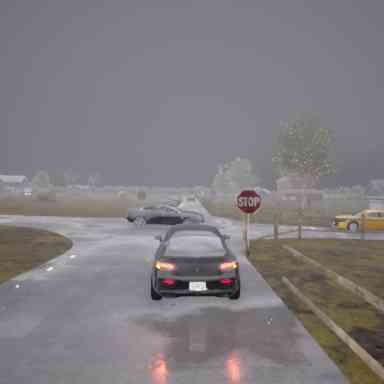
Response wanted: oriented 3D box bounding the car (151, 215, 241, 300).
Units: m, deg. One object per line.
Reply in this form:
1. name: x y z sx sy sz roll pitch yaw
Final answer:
1. car: 0.027 1.524 8.265 1.812 1.442 4.674 0 0 -2

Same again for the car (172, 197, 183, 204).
1. car: -2.930 1.633 68.024 1.895 1.301 4.718 0 0 0

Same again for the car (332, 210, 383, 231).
1. car: 12.558 2.018 23.589 5.008 1.535 1.882 2 0 -2

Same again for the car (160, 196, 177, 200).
1. car: -2.939 1.510 37.139 1.837 1.490 4.892 0 0 0

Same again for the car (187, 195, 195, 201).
1. car: -0.192 1.524 78.464 1.882 1.535 5.008 0 0 0

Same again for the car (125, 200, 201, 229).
1. car: -1.671 1.474 20.632 4.902 1.511 2.128 2 0 0

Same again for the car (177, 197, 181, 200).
1. car: -2.955 1.573 47.103 1.994 1.385 4.181 0 0 0
